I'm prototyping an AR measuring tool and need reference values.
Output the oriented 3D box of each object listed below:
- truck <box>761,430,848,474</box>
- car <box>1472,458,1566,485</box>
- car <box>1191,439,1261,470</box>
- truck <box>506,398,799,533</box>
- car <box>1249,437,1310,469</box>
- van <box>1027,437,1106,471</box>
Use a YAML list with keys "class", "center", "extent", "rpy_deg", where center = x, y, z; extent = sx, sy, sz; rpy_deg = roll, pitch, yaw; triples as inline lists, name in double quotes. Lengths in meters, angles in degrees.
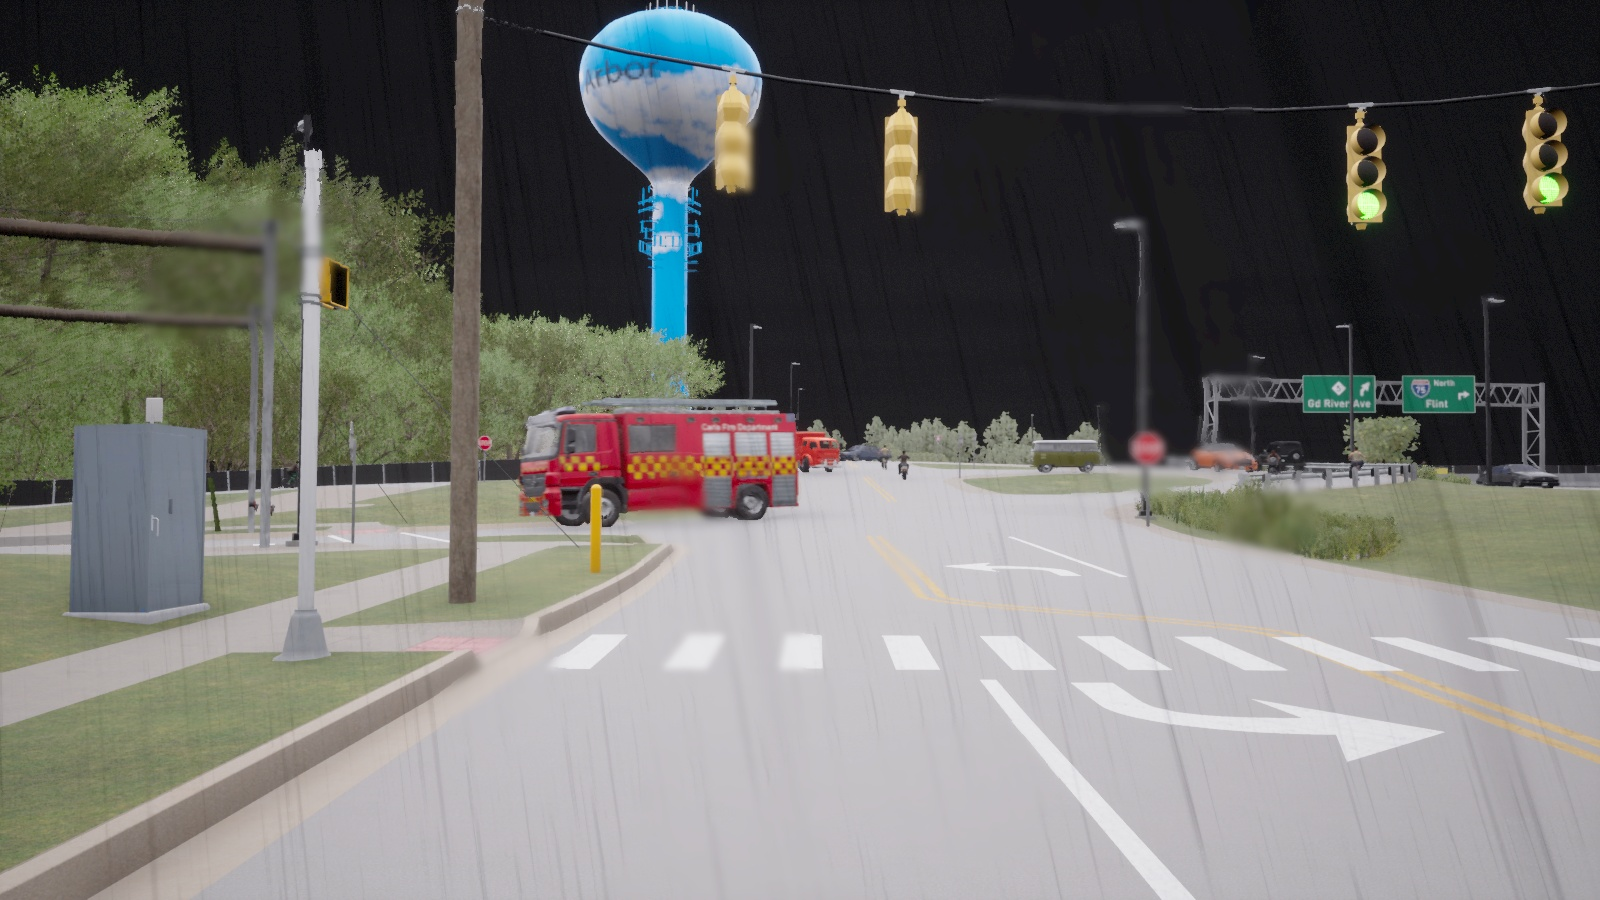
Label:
- class: "truck"
  center: [0.232, 0.098, 77.007]
  extent: [2.627, 2.467, 5.204]
  rpy_deg: [0, 2, -37]
- class: "car"
  center: [38.886, 1.154, 68.097]
  extent: [2.033, 1.411, 5.357]
  rpy_deg: [0, -1, 1]
- class: "car"
  center: [25.287, 0.260, 74.671]
  extent: [2.097, 1.767, 4.553]
  rpy_deg: [-1, 1, -9]
- class: "truck"
  center: [-4.471, 0.426, 38.950]
  extent: [8.468, 3.827, 2.891]
  rpy_deg: [-1, -2, -31]
- class: "car"
  center: [28.919, 0.169, 75.888]
  extent: [1.905, 1.878, 3.866]
  rpy_deg: [0, 0, -6]
- class: "van"
  center: [16.259, 0.249, 76.760]
  extent: [4.442, 1.987, 1.775]
  rpy_deg: [0, 1, 1]
